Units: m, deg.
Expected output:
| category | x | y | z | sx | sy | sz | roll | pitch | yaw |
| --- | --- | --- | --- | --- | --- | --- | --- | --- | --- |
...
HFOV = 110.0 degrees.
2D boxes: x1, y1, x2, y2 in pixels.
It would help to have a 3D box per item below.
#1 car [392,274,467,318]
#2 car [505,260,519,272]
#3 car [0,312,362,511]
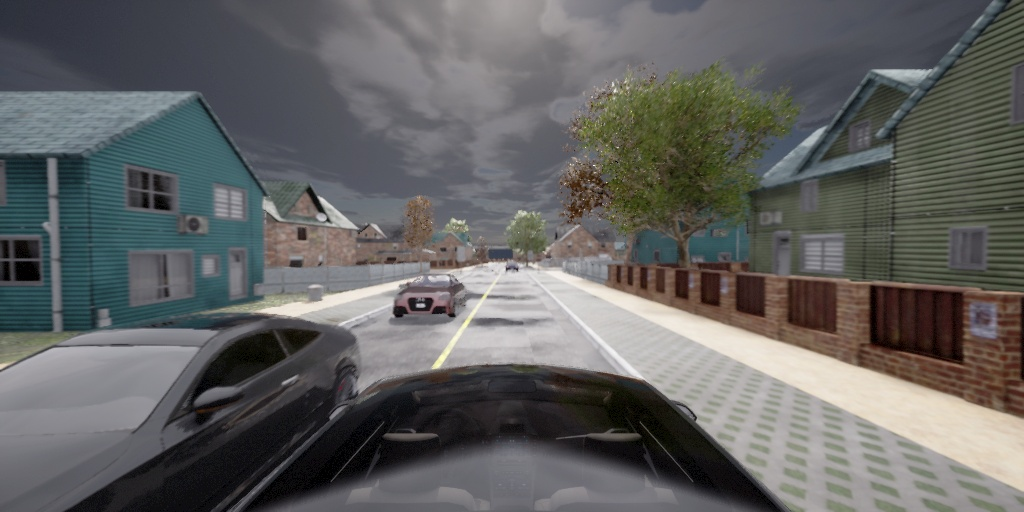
| category | x | y | z | sx | sy | sz | roll | pitch | yaw |
| --- | --- | --- | --- | --- | --- | --- | --- | --- | --- |
| car | -2.812 | 1.347 | 13.084 | 1.994 | 1.385 | 4.181 | 0 | 0 | 1 |
| car | 0.001 | 1.545 | 51.386 | 1.895 | 1.301 | 4.718 | 0 | 0 | 0 |
| car | -2.841 | 1.279 | 2.928 | 1.812 | 1.442 | 4.674 | 0 | 0 | 0 |
